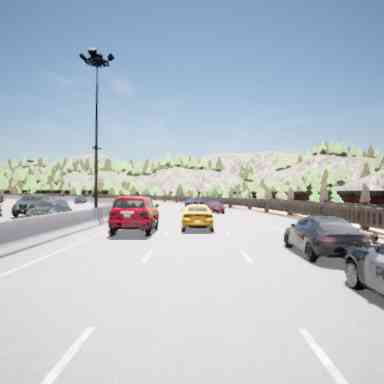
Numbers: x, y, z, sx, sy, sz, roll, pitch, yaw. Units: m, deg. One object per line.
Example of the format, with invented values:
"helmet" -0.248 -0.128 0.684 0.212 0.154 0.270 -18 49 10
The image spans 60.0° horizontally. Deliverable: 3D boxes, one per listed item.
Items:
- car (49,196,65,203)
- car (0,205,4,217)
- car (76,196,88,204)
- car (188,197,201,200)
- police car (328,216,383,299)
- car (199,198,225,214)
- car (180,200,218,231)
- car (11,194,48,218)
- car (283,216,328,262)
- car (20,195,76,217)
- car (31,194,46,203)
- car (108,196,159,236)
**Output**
"car" -27.997 1.541 68.766 2.033 1.411 5.357 0 0 -33
"car" -17.815 1.498 28.392 1.812 1.442 4.674 0 0 -6
"car" -21.539 1.534 64.641 1.837 1.490 4.892 0 0 -27
"car" 0.352 1.492 47.175 2.097 1.767 4.553 0 0 -15
"police car" 4.639 1.473 6.309 1.930 1.638 5.238 0 0 1
"car" 2.341 1.688 37.211 1.994 1.385 4.181 0 0 -9
"car" 0.302 1.542 21.039 1.882 1.535 5.008 0 0 -1
"car" -14.519 1.221 30.599 2.150 2.045 5.566 0 0 -7
"car" 4.741 1.592 12.198 1.812 1.442 4.674 0 0 1
"car" -10.577 1.359 24.904 2.097 1.767 4.553 0 0 -4
"car" -30.926 1.347 66.853 2.097 1.767 4.553 0 0 -33
"car" -3.149 1.257 18.777 2.150 2.045 5.566 0 0 0
